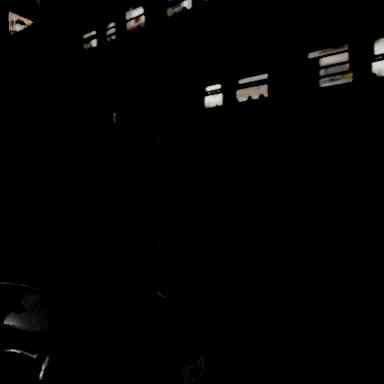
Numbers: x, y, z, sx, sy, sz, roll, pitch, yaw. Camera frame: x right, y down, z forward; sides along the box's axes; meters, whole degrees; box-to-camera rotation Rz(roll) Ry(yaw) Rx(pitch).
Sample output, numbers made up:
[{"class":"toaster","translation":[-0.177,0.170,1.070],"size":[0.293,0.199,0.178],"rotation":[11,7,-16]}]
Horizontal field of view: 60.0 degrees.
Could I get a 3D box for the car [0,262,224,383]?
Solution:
[{"class":"car","translation":[-1.673,1.565,4.074],"size":[4.313,1.339,1.947],"rotation":[0,0,36]}]
